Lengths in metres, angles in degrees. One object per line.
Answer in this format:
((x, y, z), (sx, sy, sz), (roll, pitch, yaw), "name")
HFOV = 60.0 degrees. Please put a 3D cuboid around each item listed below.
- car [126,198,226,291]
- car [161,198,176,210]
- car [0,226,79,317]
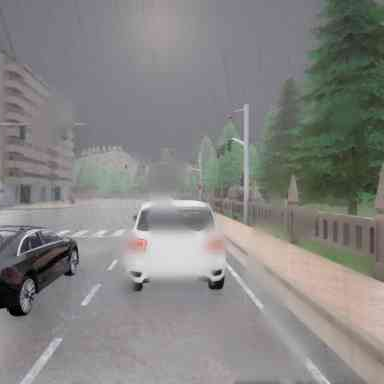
((-0.480, 1.221, 9.186), (2.150, 2.045, 5.566), (0, 0, -4), "car")
((-3.166, 1.526, 44.422), (1.812, 1.442, 4.674), (0, 0, -4), "car")
((-3.971, 1.492, 7.405), (2.128, 1.511, 4.902), (0, 0, -3), "car")
